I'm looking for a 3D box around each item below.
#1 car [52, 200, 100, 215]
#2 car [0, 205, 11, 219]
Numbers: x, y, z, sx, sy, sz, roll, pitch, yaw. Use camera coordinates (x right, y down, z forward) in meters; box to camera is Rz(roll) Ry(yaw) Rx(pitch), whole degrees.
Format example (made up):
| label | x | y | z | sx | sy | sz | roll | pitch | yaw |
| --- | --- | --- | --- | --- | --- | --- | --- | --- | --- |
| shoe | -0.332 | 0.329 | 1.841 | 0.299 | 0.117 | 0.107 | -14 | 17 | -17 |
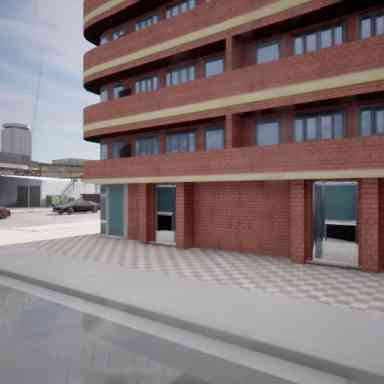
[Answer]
| label | x | y | z | sx | sy | sz | roll | pitch | yaw |
| --- | --- | --- | --- | --- | --- | --- | --- | --- | --- |
| car | -11.730 | 1.547 | 34.630 | 2.033 | 1.411 | 5.357 | 0 | 0 | 34 |
| car | -17.040 | 1.564 | 26.903 | 1.994 | 1.385 | 4.181 | 0 | 0 | 34 |
